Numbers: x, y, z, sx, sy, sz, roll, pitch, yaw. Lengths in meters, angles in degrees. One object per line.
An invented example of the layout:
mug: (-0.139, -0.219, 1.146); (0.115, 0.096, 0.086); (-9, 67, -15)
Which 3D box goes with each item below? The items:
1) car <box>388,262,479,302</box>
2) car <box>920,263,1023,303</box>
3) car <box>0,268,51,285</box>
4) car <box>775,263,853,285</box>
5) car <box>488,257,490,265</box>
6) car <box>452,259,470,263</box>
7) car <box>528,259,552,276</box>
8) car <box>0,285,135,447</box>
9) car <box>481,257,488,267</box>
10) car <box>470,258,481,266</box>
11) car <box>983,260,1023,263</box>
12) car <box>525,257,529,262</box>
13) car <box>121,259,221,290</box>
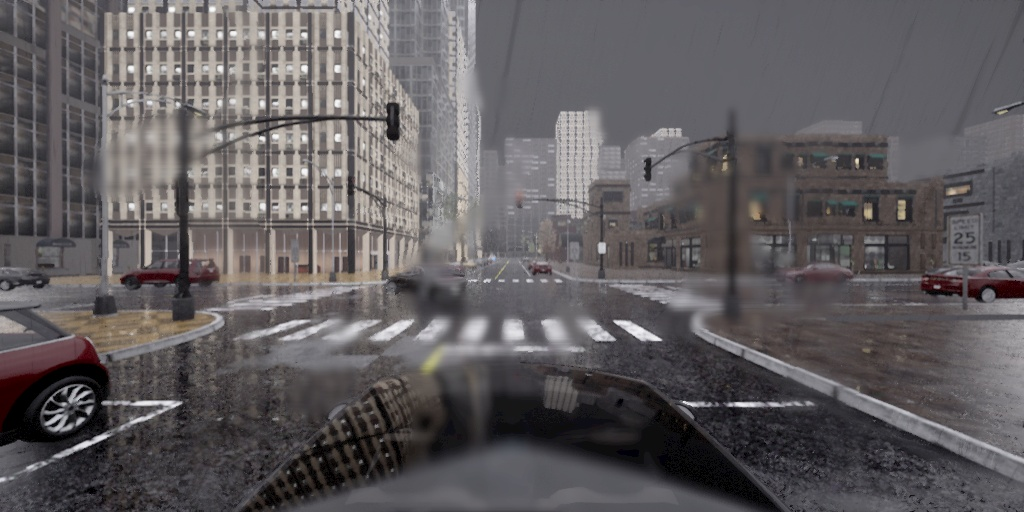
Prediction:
car: (-4.024, 1.163, 16.562); (2.128, 1.511, 4.902); (0, 0, -44)
car: (19.139, 1.084, 14.289); (4.507, 1.381, 1.888); (0, 0, -1)
car: (-31.424, 1.400, 22.183); (4.403, 1.370, 2.007); (0, 0, -1)
car: (19.058, 1.088, 22.670); (4.207, 1.307, 1.802); (0, 0, -1)
car: (-5.365, 1.017, 62.565); (1.948, 1.339, 4.313); (0, 0, 0)
car: (-5.515, 1.163, 34.862); (1.802, 1.307, 4.207); (0, 0, 0)
car: (2.866, 1.126, 34.817); (1.888, 1.381, 4.507); (0, 0, 0)
car: (-5.690, 1.186, 2.395); (1.967, 1.591, 4.097); (0, 0, 0)
car: (-5.395, 1.027, 57.025); (2.007, 1.370, 4.403); (0, 0, 0)
car: (-5.456, 1.054, 45.774); (1.751, 1.417, 4.829); (0, 0, 0)
car: (29.537, 0.949, 20.175); (4.892, 1.490, 1.837); (-1, 0, -1)
car: (2.926, 1.110, 45.899); (1.802, 1.307, 4.207); (0, 0, 0)
car: (-21.014, 1.094, 22.283); (5.009, 1.841, 2.192); (0, 0, -1)
